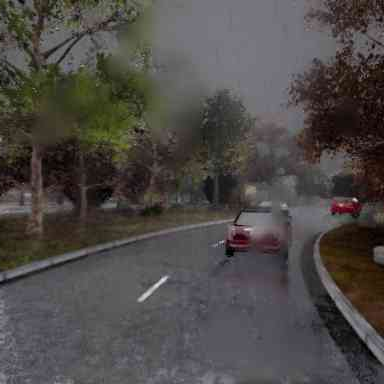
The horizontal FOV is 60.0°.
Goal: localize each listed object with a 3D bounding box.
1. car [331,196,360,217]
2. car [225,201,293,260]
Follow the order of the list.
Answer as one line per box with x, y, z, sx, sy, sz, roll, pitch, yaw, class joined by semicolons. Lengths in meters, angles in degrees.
15.836;1.414;34.216;2.150;2.045;5.566;0;0;34;car
2.754;1.392;12.960;2.097;1.767;4.553;0;0;19;car
